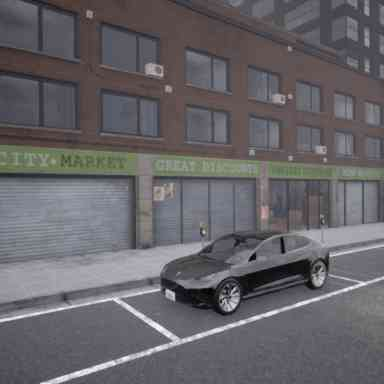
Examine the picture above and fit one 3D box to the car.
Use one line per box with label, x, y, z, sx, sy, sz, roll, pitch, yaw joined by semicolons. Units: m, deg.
car;1.361;1.565;7.523;4.313;1.339;1.947;0;-1;-36
